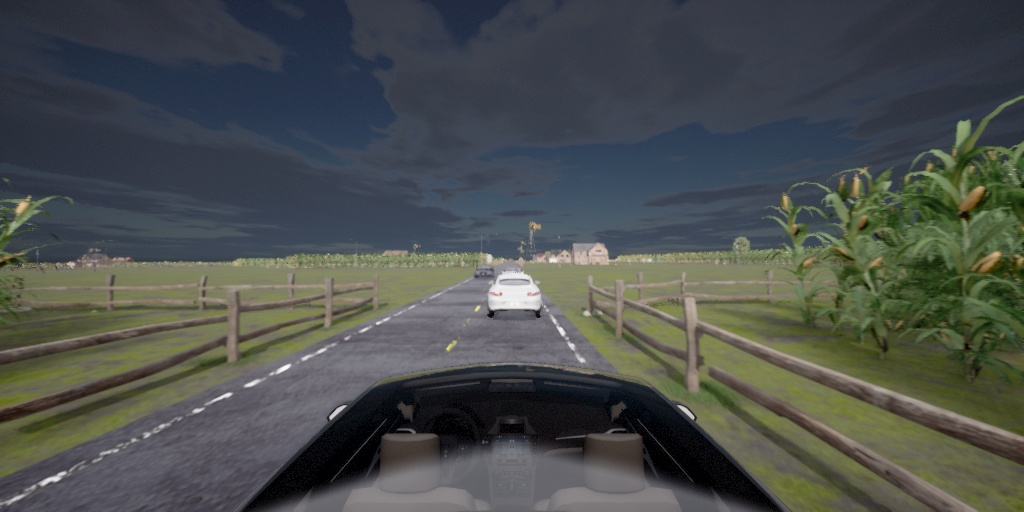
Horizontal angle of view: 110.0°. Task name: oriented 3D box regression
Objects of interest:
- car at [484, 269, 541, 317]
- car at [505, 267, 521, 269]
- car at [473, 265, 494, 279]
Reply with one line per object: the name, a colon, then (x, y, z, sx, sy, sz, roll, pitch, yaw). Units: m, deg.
car: (0.090, 1.383, 13.700, 1.812, 1.442, 4.674, 0, 0, 0)
car: (0.076, 1.613, 30.163, 1.895, 1.301, 4.718, 0, -1, 0)
car: (-2.805, 1.646, 37.304, 1.994, 1.385, 4.181, 0, -1, 1)
